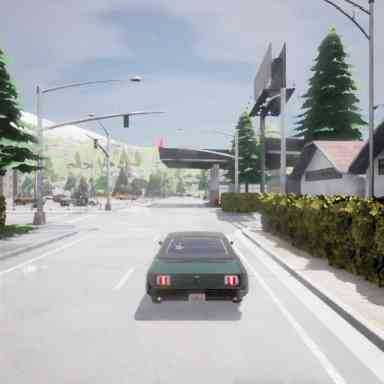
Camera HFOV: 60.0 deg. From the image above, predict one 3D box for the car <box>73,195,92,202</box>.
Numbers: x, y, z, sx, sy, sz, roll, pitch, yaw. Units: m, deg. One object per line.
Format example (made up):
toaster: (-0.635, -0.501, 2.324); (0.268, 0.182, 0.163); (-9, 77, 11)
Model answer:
car: (-23.999, 1.319, 73.041); (3.633, 1.501, 1.845); (0, 0, 0)

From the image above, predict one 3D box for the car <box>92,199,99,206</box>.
car: (-16.154, 1.361, 50.671); (3.806, 1.475, 1.970); (0, 0, 0)

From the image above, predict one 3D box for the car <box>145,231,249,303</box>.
car: (0.099, 1.601, 8.155); (1.895, 1.301, 4.718); (0, 0, 0)

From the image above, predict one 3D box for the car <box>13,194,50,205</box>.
car: (-24.633, 1.097, 50.588); (4.605, 1.855, 1.932); (0, 0, 0)

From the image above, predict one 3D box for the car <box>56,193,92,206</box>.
car: (-16.747, 1.077, 47.343); (3.866, 1.878, 1.905); (0, 0, 0)

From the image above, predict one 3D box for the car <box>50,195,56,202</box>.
car: (-23.988, 1.298, 63.048); (4.514, 1.523, 2.007); (0, 0, 0)

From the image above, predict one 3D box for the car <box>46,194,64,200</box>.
car: (-35.054, 1.384, 84.975); (3.806, 1.475, 1.970); (0, 0, 0)

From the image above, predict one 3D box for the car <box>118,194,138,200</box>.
car: (-16.388, 1.330, 84.927); (5.027, 1.636, 2.152); (0, 0, 0)

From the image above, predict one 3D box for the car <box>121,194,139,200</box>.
car: (-16.457, 1.339, 88.064); (4.514, 1.523, 2.007); (0, 0, 0)
